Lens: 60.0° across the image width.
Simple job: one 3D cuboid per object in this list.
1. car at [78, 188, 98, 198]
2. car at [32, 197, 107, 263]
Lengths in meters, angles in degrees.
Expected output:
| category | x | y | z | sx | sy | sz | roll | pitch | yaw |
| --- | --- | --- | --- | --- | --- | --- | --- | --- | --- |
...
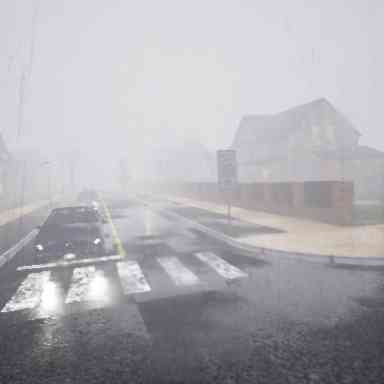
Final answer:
| category | x | y | z | sx | sy | sz | roll | pitch | yaw |
| --- | --- | --- | --- | --- | --- | --- | --- | --- | --- |
| car | -11.087 | 0.334 | 35.604 | 1.994 | 1.385 | 4.181 | -4 | 3 | -16 |
| car | -3.887 | 1.162 | 11.020 | 2.033 | 1.411 | 5.357 | -4 | 3 | -16 |
